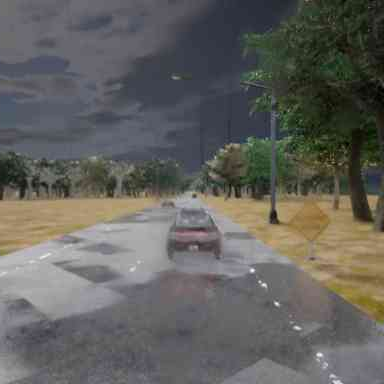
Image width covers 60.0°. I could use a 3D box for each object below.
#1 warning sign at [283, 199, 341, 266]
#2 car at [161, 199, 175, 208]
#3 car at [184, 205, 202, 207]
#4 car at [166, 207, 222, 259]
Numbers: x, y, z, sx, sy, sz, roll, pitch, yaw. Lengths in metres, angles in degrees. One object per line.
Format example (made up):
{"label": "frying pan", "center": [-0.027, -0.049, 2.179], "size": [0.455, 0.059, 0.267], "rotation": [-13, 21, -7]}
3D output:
{"label": "warning sign", "center": [3.529, 1.150, 9.917], "size": [1.300, 1.860, 1.060], "rotation": [-1, -1, 0]}
{"label": "car", "center": [-3.578, 1.769, 50.598], "size": [1.895, 1.301, 4.718], "rotation": [0, 0, 0]}
{"label": "car", "center": [0.061, 1.691, 26.482], "size": [1.895, 1.301, 4.718], "rotation": [0, 0, 0]}
{"label": "car", "center": [0.070, 1.536, 12.819], "size": [2.128, 1.511, 4.902], "rotation": [0, 0, 0]}
